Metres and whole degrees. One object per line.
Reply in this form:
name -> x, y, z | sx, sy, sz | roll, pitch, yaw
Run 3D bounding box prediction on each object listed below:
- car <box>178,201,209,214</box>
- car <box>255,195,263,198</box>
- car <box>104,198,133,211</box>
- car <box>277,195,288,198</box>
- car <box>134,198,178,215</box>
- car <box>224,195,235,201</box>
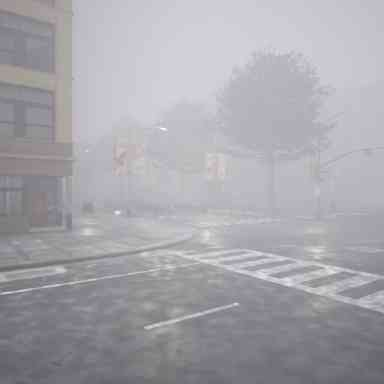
car -> -0.277, 1.601, 34.989 | 1.895, 1.301, 4.718 | 0, 0, -36
car -> 17.416, 1.462, 83.141 | 1.895, 1.301, 4.718 | 0, 0, -36
car -> -9.632, 1.505, 42.027 | 1.837, 1.490, 4.892 | 0, 0, -35
car -> 18.256, 1.319, 69.210 | 2.002, 1.452, 4.674 | 0, 0, -36
car -> -3.736, 1.601, 33.803 | 1.895, 1.301, 4.718 | 0, 0, -36
car -> 7.772, 1.412, 76.682 | 2.161, 1.482, 4.786 | 0, 0, -36
